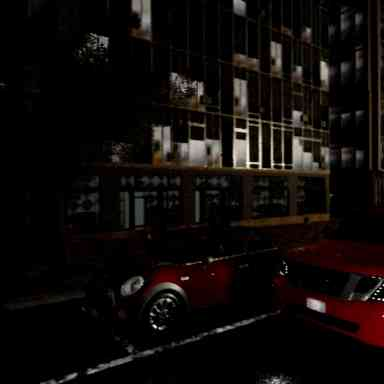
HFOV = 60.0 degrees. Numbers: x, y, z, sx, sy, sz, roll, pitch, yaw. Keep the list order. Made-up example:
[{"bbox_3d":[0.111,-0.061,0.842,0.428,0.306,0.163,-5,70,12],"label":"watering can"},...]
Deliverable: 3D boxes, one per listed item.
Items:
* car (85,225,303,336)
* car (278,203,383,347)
[{"bbox_3d":[0.027,1.447,6.608,4.097,1.590,1.967,0,-1,-35],"label":"car"},{"bbox_3d":[3.997,1.237,6.179,5.566,2.045,2.150,1,0,-35],"label":"car"}]
